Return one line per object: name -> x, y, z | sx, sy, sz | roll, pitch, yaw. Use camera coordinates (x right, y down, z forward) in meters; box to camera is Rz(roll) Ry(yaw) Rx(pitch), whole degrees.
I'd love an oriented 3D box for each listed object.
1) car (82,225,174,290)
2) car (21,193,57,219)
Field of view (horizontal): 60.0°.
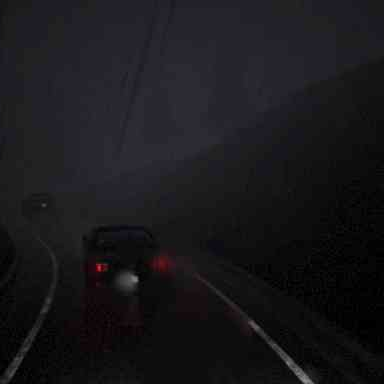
car -> -2.002, 1.554, 9.083 | 1.895, 1.301, 4.718 | 0, 0, -19
car -> -12.827, 1.092, 27.805 | 2.150, 2.045, 5.566 | 0, 0, -33
